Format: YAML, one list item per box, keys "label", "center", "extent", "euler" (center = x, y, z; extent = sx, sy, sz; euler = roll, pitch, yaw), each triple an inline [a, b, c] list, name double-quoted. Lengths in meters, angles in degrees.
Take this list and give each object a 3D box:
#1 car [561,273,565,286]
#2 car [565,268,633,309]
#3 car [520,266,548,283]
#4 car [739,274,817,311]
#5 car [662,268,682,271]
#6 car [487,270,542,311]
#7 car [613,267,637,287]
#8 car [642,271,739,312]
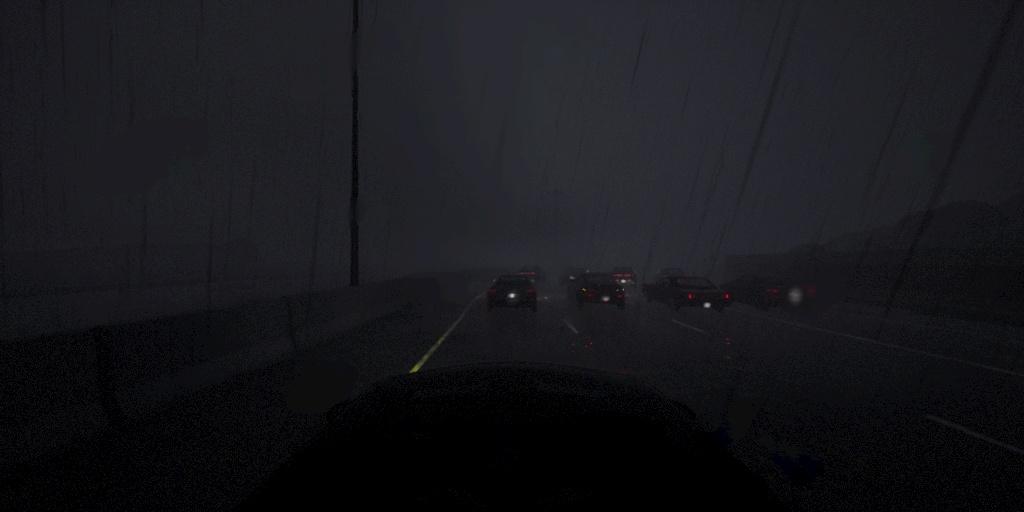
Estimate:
- label: "car"
  center: [5.087, 1.602, 28.296]
  extent: [1.994, 1.385, 4.181]
  euler: [0, -1, 16]
- label: "car"
  center: [3.600, 1.427, 15.728]
  extent: [1.812, 1.442, 4.674]
  euler: [0, 0, 2]
- label: "car"
  center: [1.666, 1.539, 29.055]
  extent: [2.128, 1.511, 4.902]
  euler: [0, -1, 15]
- label: "car"
  center: [10.586, 1.462, 15.321]
  extent: [1.994, 1.385, 4.181]
  euler: [0, -1, 2]
- label: "car"
  center: [11.920, 1.586, 26.767]
  extent: [1.994, 1.385, 4.181]
  euler: [0, -1, 16]
- label: "car"
  center: [0.083, 1.461, 15.281]
  extent: [1.994, 1.385, 4.181]
  euler: [0, -1, 2]
- label: "car"
  center: [8.509, 1.537, 27.559]
  extent: [1.837, 1.490, 4.892]
  euler: [0, 0, 16]
- label: "car"
  center: [7.068, 1.496, 15.079]
  extent: [1.895, 1.301, 4.718]
  euler: [0, -1, 2]
